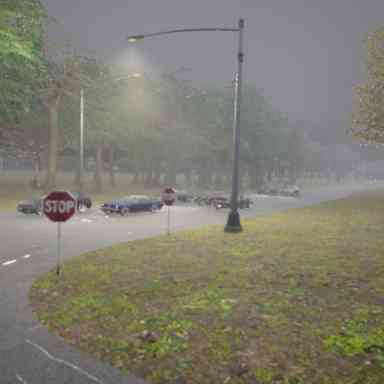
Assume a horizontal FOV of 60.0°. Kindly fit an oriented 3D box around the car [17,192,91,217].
[{"bbox_3d":[-9.339,0.724,22.933,1.882,1.535,5.008,4,4,35],"label":"car"}]

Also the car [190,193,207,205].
[{"bbox_3d":[2.222,0.613,33.097,1.895,1.301,4.718,4,4,35],"label":"car"}]

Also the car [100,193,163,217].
[{"bbox_3d":[-4.274,0.930,24.017,1.895,1.301,4.718,4,4,35],"label":"car"}]

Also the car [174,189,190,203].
[{"bbox_3d":[-1.820,0.404,33.448,1.812,1.442,4.674,4,4,35],"label":"car"}]

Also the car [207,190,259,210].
[{"bbox_3d":[3.668,0.795,28.934,1.837,1.490,4.892,4,4,35],"label":"car"}]

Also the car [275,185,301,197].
[{"bbox_3d":[14.935,-0.257,50.718,2.097,1.767,4.553,4,4,36],"label":"car"}]

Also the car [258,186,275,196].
[{"bbox_3d":[12.083,-0.253,52.746,2.033,1.411,5.357,4,4,36],"label":"car"}]
